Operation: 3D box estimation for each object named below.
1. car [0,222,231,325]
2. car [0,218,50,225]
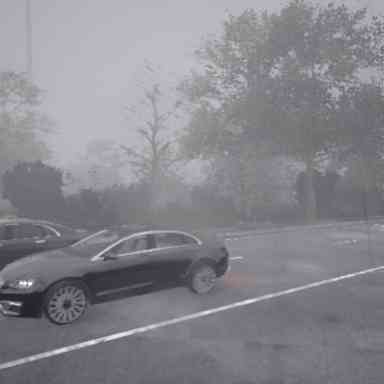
[{"bbox_3d":[-1.391,1.487,7.171,4.902,1.511,2.128,0,0,-35],"label":"car"},{"bbox_3d":[-5.183,1.498,8.780,4.892,1.490,1.837,0,0,-35],"label":"car"}]
